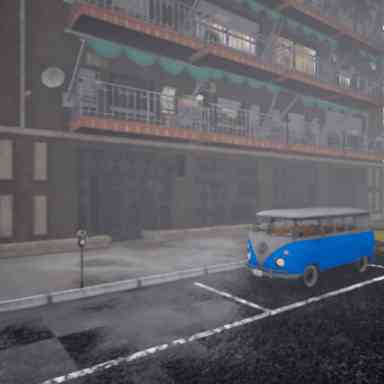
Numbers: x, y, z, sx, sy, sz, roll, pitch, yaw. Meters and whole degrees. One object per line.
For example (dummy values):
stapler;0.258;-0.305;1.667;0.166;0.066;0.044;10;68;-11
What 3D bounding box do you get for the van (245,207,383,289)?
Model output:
van;3.215;1.322;8.854;3.998;1.788;1.690;0;0;-36
